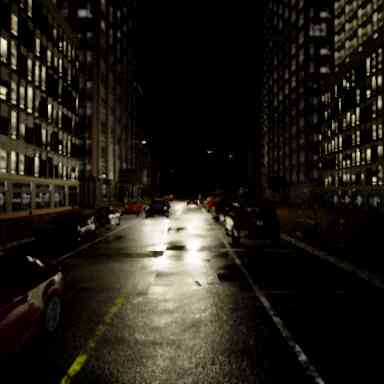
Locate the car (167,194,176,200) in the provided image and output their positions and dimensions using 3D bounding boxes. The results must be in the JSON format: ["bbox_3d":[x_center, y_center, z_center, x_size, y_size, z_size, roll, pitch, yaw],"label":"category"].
[{"bbox_3d":[-5.665,1.499,82.108,2.192,1.841,5.009,0,0,0],"label":"car"}]

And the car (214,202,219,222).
[{"bbox_3d":[2.700,1.594,21.173,1.887,1.381,4.507,0,0,0],"label":"car"}]

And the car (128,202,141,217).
[{"bbox_3d":[-5.678,1.657,32.254,1.802,1.307,4.206,0,0,0],"label":"car"}]

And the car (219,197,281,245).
[{"bbox_3d":[2.700,1.352,15.635,2.192,1.841,5.009,0,0,0],"label":"car"}]

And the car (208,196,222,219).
[{"bbox_3d":[2.702,1.377,26.714,2.192,1.841,5.009,0,0,0],"label":"car"}]

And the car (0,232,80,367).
[{"bbox_3d":[-3.091,1.536,3.982,1.812,1.442,4.674,0,0,0],"label":"car"}]

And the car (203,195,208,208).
[{"bbox_3d":[2.705,1.402,37.792,2.192,1.841,5.009,0,0,0],"label":"car"}]

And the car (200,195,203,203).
[{"bbox_3d":[2.708,1.650,54.580,1.752,1.417,4.829,0,0,0],"label":"car"}]

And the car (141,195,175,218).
[{"bbox_3d":[-3.011,1.422,30.390,2.097,1.767,4.553,0,0,0],"label":"car"}]

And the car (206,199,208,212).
[{"bbox_3d":[2.703,1.641,32.253,1.947,1.339,4.313,0,0,0],"label":"car"}]

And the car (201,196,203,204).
[{"bbox_3d":[2.707,1.662,48.870,2.008,1.369,4.403,0,0,0],"label":"car"}]

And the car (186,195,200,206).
[{"bbox_3d":[0.015,1.657,57.592,1.812,1.442,4.674,0,0,0],"label":"car"}]

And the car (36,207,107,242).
[{"bbox_3d":[-5.682,1.603,15.636,1.947,1.339,4.313,0,0,0],"label":"car"}]

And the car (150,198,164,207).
[{"bbox_3d":[-5.672,1.706,54.411,1.802,1.307,4.206,0,0,0],"label":"car"}]

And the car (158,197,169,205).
[{"bbox_3d":[-5.670,1.730,65.490,1.802,1.307,4.206,0,0,0],"label":"car"}]

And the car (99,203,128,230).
[{"bbox_3d":[-5.680,1.601,21.174,2.008,1.369,4.403,0,0,0],"label":"car"}]

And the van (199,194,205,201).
[{"bbox_3d":[2.717,1.548,93.185,1.690,1.788,3.998,0,0,0],"label":"van"}]

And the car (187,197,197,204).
[{"bbox_3d":[0.018,1.709,67.600,1.994,1.385,4.181,0,0,0],"label":"car"}]
